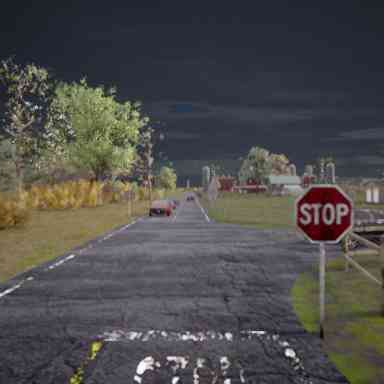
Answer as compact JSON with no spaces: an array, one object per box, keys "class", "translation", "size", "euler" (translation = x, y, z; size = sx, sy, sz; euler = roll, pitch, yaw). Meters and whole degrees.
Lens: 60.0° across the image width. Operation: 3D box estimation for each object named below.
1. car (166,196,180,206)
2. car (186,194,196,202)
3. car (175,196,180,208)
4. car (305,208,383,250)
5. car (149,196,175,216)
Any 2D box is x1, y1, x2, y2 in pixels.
[{"class":"car","translation":[-2.969,1.378,53.023],"size":[1.837,1.490,4.892],"euler":[0,0,0]},{"class":"car","translation":[-0.212,1.304,71.827],"size":[1.837,1.490,4.892],"euler":[0,0,0]},{"class":"car","translation":[-2.960,1.400,42.002],"size":[2.128,1.511,4.902],"euler":[0,0,0]},{"class":"car","translation":[6.940,1.431,13.637],"size":[4.892,1.490,1.837],"euler":[0,-3,-18]},{"class":"car","translation":[-2.940,1.416,31.614],"size":[1.882,1.535,5.008],"euler":[0,0,0]}]
